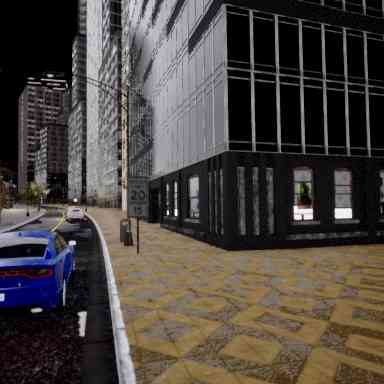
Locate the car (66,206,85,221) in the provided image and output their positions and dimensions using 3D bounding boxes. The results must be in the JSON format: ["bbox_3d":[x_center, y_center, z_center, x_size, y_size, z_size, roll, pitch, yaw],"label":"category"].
[{"bbox_3d":[-13.135,2.514,37.371,1.812,1.442,4.674,0,-2,-19],"label":"car"}]

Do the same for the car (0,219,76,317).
[{"bbox_3d":[-3.865,1.647,7.830,1.882,1.535,5.008,0,-2,-16],"label":"car"}]

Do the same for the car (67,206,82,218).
[{"bbox_3d":[-16.618,2.728,46.937,1.882,1.535,5.008,0,-2,-21],"label":"car"}]
